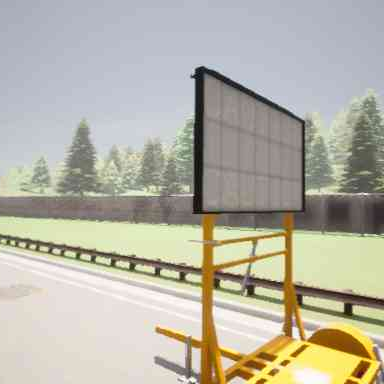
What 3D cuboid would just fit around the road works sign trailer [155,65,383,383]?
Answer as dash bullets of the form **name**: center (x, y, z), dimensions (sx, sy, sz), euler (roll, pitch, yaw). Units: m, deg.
- **road works sign trailer**: center (0.610, 0.645, 3.938), dimensions (2.880, 3.560, 2.380), euler (-1, -3, 40)
